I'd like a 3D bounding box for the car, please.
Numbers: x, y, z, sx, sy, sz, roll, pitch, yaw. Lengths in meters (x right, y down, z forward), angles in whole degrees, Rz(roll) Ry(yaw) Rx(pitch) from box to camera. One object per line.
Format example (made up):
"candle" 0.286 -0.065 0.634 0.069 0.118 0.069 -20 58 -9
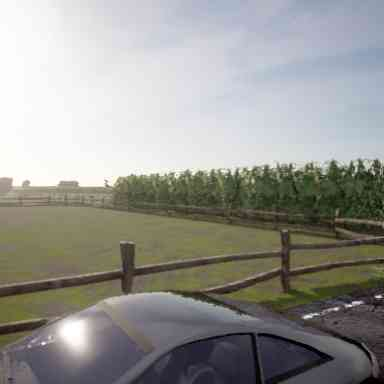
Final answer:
"car" -0.421 1.562 2.434 4.181 1.385 1.994 0 0 -32
